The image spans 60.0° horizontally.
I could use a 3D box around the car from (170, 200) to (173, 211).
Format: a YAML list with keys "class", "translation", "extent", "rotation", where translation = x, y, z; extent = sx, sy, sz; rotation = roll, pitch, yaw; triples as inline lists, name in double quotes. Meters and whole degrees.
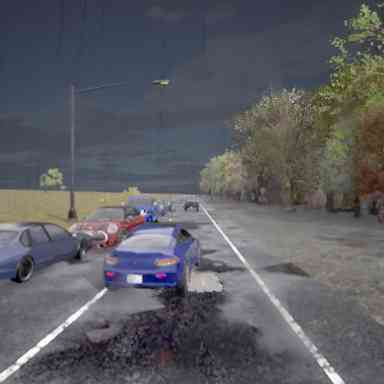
- class: "car"
  translation: [-3.689, 1.514, 43.712]
  extent: [2.097, 1.767, 4.553]
  rotation: [0, 0, 0]

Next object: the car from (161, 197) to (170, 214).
- class: "car"
  translation: [-3.668, 1.480, 33.705]
  extent: [2.097, 1.767, 4.553]
  rotation: [0, 0, 0]

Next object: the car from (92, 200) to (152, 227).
- class: "car"
  translation: [-3.501, 1.409, 14.478]
  extent: [2.097, 1.767, 4.553]
  rotation: [0, 0, 8]

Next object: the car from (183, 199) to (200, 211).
- class: "car"
  translation: [-0.046, 1.668, 43.860]
  extent: [1.837, 1.490, 4.892]
  rotation: [0, 0, 0]

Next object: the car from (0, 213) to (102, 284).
- class: "car"
  translation: [-4.823, 1.587, 9.751]
  extent: [2.033, 1.411, 5.357]
  rotation: [0, 0, 8]

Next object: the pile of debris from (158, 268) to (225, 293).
- class: "pile of debris"
  translation: [-0.017, 2.209, 8.438]
  extent: [1.500, 0.140, 1.860]
  rotation: [0, 0, 0]

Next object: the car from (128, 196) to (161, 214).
- class: "car"
  translation: [-3.656, 1.313, 23.701]
  extent: [2.150, 2.045, 5.566]
  rotation: [0, 0, -1]

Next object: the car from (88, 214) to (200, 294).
- class: "car"
  translation: [-0.854, 1.561, 8.868]
  extent: [1.812, 1.442, 4.674]
  rotation: [0, 0, 7]
